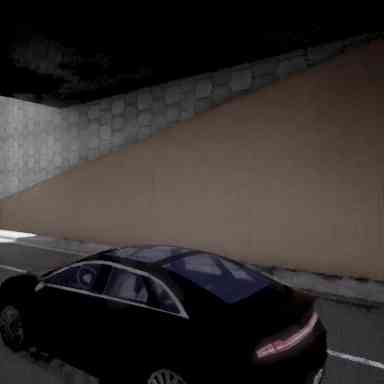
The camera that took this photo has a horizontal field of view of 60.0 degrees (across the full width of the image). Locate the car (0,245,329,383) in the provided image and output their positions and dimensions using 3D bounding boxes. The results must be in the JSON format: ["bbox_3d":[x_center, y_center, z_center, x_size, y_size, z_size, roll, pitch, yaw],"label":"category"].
[{"bbox_3d":[-0.792,1.494,4.505,4.902,1.511,2.128,0,0,36],"label":"car"}]
